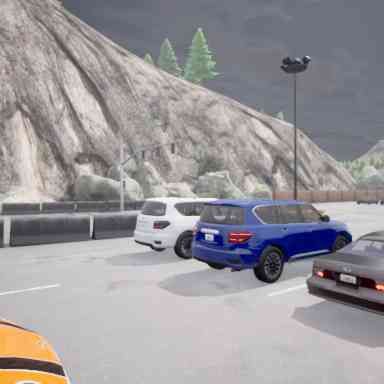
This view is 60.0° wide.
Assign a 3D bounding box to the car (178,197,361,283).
[{"bbox_3d":[2.550,1.220,9.920,5.566,2.045,2.150,0,0,-38],"label":"car"}]

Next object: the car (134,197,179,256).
[{"bbox_3d":[0.525,1.220,12.797,5.566,2.045,2.150,0,0,-36],"label":"car"}]

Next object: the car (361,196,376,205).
[{"bbox_3d":[29.447,1.379,55.695,4.181,1.385,1.994,0,0,-36],"label":"car"}]

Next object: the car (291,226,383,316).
[{"bbox_3d":[4.740,1.546,7.213,5.357,1.411,2.033,0,0,-36],"label":"car"}]

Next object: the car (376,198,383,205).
[{"bbox_3d":[31.867,1.377,53.135,4.181,1.385,1.994,0,0,-36],"label":"car"}]

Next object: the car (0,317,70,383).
[{"bbox_3d":[-2.939,1.350,1.644,4.553,1.767,2.097,0,0,-36],"label":"car"}]

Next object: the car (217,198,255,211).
[{"bbox_3d":[5.374,1.508,40.733,4.181,1.385,1.994,0,0,-9],"label":"car"}]
